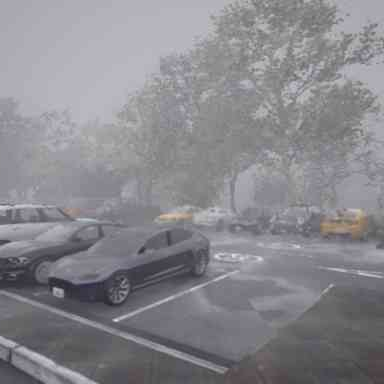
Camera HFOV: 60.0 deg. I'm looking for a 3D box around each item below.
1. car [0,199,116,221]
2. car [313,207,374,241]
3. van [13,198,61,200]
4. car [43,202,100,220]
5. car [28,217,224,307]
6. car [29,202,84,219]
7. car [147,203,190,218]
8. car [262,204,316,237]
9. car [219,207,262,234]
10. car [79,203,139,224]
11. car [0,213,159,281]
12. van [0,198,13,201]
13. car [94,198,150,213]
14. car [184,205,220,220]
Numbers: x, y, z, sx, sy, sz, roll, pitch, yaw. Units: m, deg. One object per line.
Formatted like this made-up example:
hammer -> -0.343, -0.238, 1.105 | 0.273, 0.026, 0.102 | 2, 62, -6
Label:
car -> -5.840, 1.444, 12.169 | 2.435, 2.045, 5.566 | 0, 0, 36
car -> 8.457, 1.633, 17.920 | 2.097, 1.535, 5.008 | 0, 0, 36
van -> -16.158, 1.638, 35.632 | 1.878, 1.987, 4.442 | -1, 0, 36
car -> -11.710, 1.830, 32.578 | 2.163, 1.488, 4.792 | -1, 0, 36
car -> -1.377, 1.690, 8.863 | 2.163, 1.488, 4.792 | 0, 0, 36
car -> -13.847, 1.858, 34.127 | 2.163, 1.488, 4.792 | -1, 0, 36
car -> -0.521, 1.700, 24.204 | 1.946, 1.575, 5.366 | 0, 0, 36
car -> 6.233, 1.525, 19.576 | 2.185, 1.767, 4.553 | 0, 0, 36
car -> 4.056, 1.697, 21.079 | 2.163, 1.488, 4.792 | 0, 0, 36
car -> -7.157, 1.785, 29.207 | 2.163, 1.488, 4.792 | 0, 0, 36
car -> -3.604, 1.678, 10.520 | 2.097, 1.535, 5.008 | 0, 0, 36
van -> -20.525, 1.719, 39.074 | 1.878, 1.987, 4.442 | -1, -1, 36
car -> -4.882, 1.487, 27.629 | 2.435, 2.045, 5.566 | 0, 0, 36
car -> 1.829, 1.725, 22.726 | 2.002, 1.452, 4.674 | 0, 0, 36
